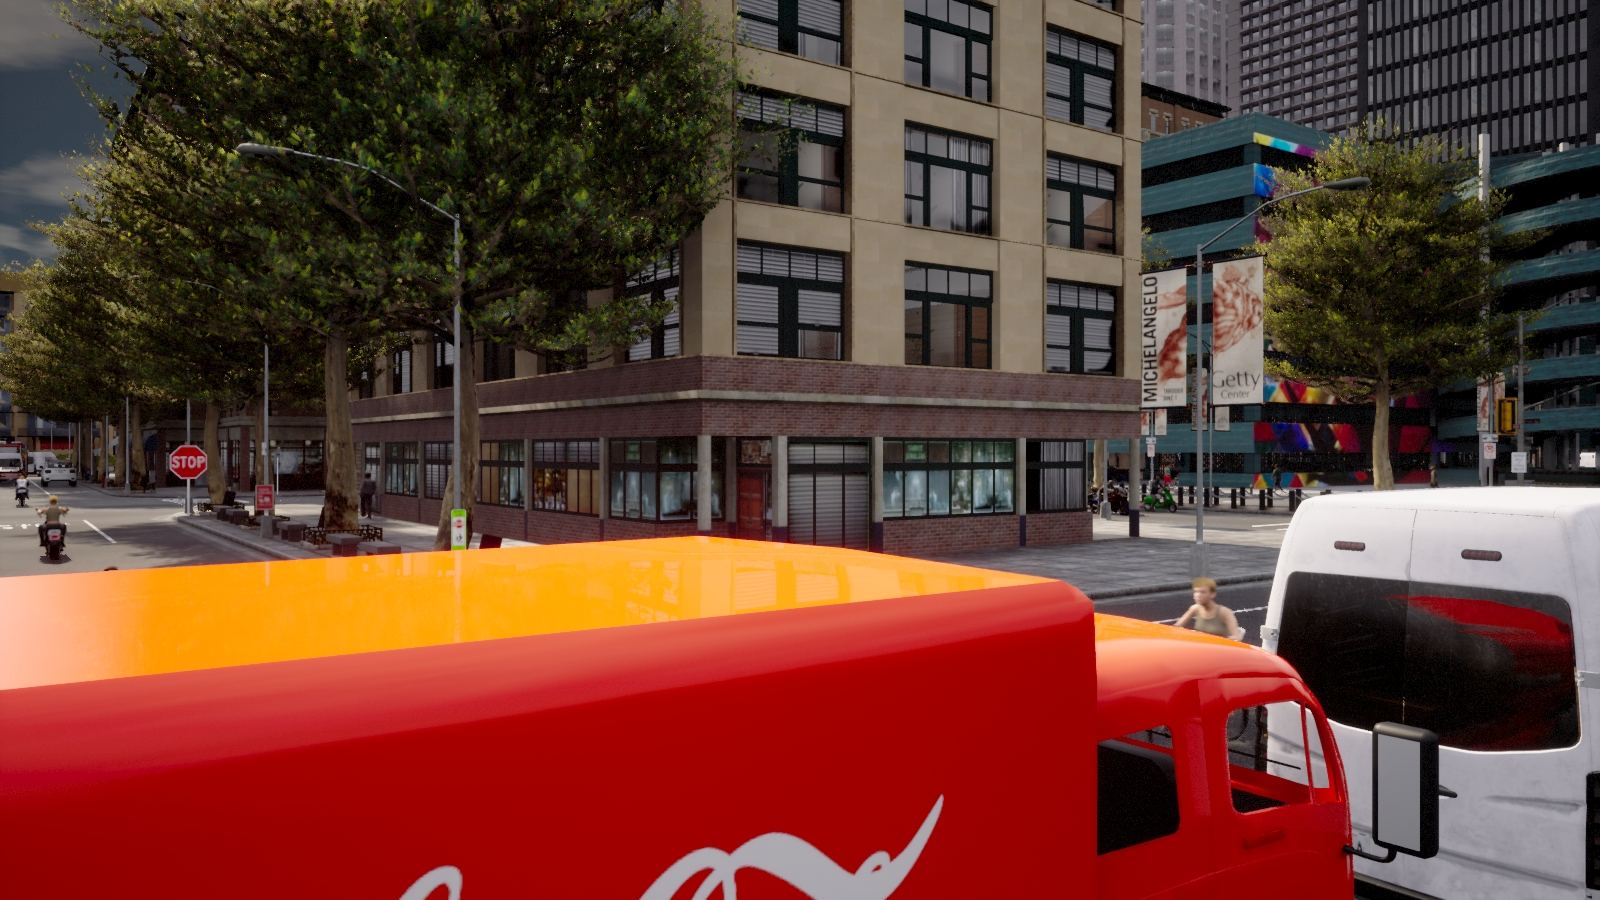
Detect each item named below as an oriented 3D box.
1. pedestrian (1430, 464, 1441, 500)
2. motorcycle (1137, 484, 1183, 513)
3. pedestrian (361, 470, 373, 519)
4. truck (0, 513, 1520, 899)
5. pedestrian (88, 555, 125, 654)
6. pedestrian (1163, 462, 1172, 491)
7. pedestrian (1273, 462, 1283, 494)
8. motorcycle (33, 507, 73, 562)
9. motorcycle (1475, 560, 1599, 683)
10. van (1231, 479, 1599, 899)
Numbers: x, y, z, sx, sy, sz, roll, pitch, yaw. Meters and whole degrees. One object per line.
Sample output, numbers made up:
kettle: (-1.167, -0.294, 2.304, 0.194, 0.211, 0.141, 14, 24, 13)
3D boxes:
pedestrian: (33.210, 1.674, 59.700, 0.375, 1.860, 0.375, 0, 0, -30)
motorcycle: (16.126, 2.166, 51.225, 0.856, 1.236, 1.805, 0, 0, -35)
pedestrian: (-16.598, 1.691, 43.797, 0.375, 1.860, 0.375, 0, 0, -36)
truck: (-0.425, 1.567, 3.494, 5.204, 2.467, 2.627, 0, 0, -35)
pedestrian: (-9.603, 2.128, 15.820, 0.375, 1.300, 0.375, 0, 0, -40)
pedestrian: (23.283, 1.674, 72.383, 0.375, 1.860, 0.375, 0, 0, -35)
pedestrian: (28.697, 1.672, 68.574, 0.375, 1.860, 0.375, 0, 0, -28)
motorcycle: (-19.514, 2.169, 29.829, 0.764, 1.277, 2.356, 0, 0, -35)
motorcycle: (9.695, 2.163, 14.761, 2.356, 1.277, 0.764, 0, 0, -35)
van: (5.568, 1.531, 7.705, 5.915, 2.561, 1.988, 0, 0, -35)
